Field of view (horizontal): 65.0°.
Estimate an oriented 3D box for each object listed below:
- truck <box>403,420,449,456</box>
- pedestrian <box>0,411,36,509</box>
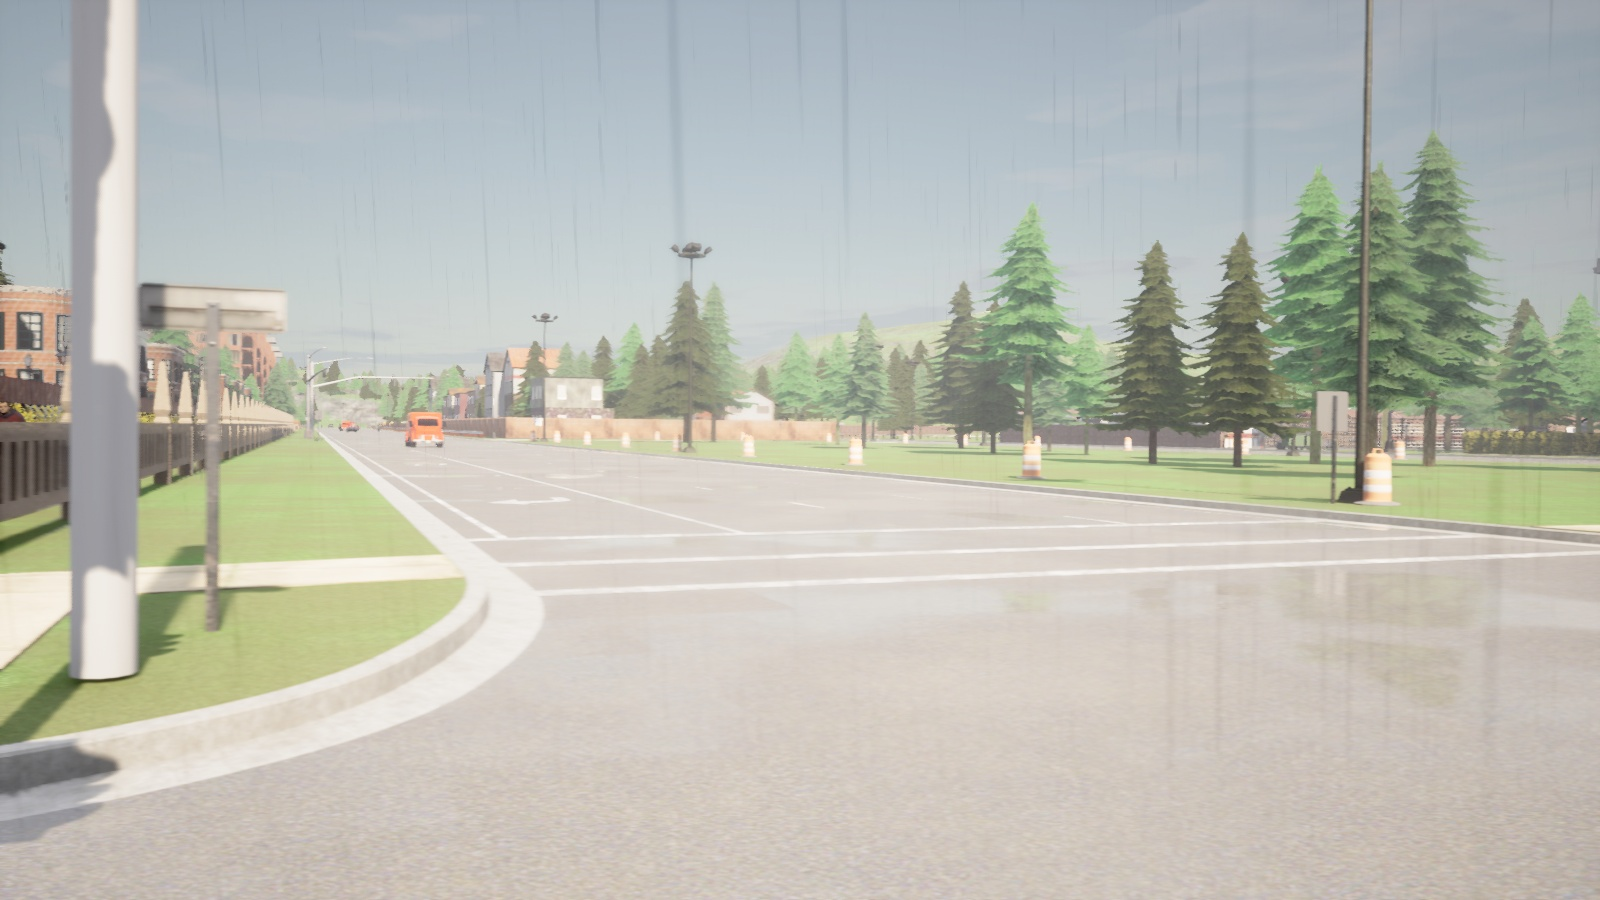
[{"bbox_3d":[-26.714,-0.858,89.571,2.627,2.467,5.204,-1,1,-21],"label":"truck"},{"bbox_3d":[-15.157,0.179,24.105,0.634,1.844,0.899,-1,1,-18],"label":"pedestrian"}]
